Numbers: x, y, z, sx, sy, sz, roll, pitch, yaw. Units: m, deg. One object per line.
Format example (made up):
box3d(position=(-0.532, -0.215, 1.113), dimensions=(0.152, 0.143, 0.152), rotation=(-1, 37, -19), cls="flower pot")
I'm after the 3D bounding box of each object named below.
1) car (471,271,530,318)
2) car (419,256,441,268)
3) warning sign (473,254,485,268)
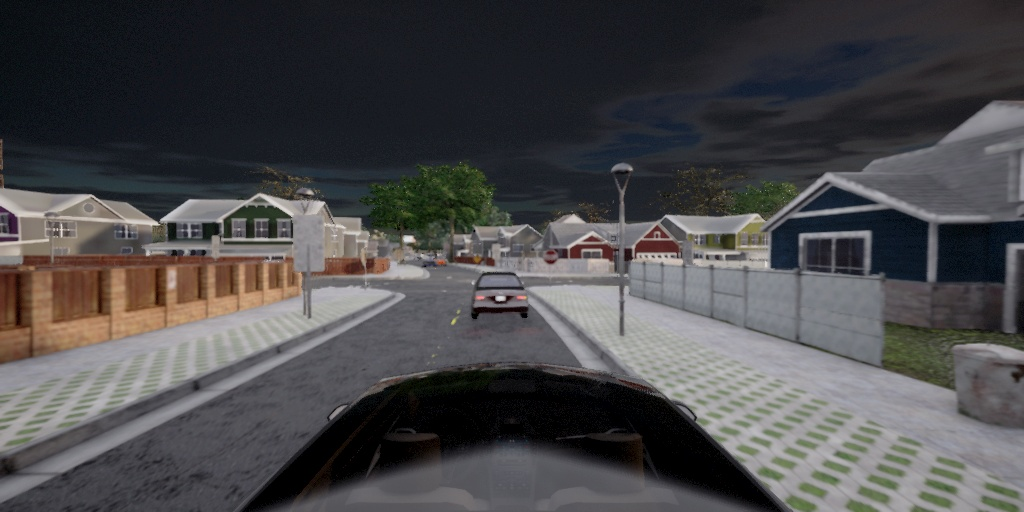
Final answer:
box3d(position=(-0.478, 1.253, 12.767), dimensions=(2.033, 1.411, 5.357), rotation=(0, 0, -4), cls="car")
box3d(position=(-12.867, 1.122, 56.166), dimensions=(2.033, 1.411, 5.357), rotation=(-1, 0, -19), cls="car")
box3d(position=(-4.748, 0.673, 48.858), dimensions=(1.300, 1.860, 1.060), rotation=(0, 0, -17), cls="warning sign")
